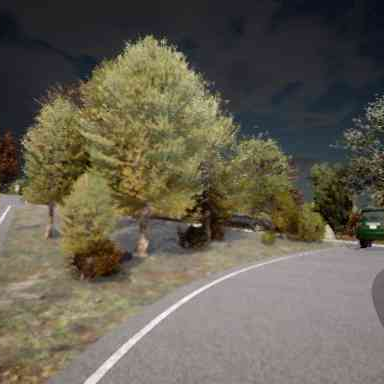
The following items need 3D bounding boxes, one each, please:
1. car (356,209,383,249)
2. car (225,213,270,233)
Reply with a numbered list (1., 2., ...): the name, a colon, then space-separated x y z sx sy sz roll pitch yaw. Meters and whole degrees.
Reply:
1. car: 10.993 2.045 17.962 5.566 2.045 2.150 6 -8 -38
2. car: 3.045 1.941 23.075 4.674 1.442 1.812 6 -5 5
